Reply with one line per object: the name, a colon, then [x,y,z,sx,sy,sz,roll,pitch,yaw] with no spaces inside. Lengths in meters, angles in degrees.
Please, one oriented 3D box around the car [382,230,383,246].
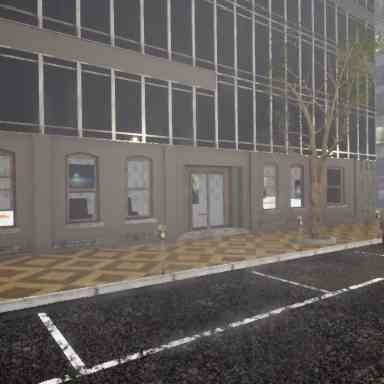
car: [9.345,1.436,13.264,4.097,1.590,1.967,0,-1,-36]
